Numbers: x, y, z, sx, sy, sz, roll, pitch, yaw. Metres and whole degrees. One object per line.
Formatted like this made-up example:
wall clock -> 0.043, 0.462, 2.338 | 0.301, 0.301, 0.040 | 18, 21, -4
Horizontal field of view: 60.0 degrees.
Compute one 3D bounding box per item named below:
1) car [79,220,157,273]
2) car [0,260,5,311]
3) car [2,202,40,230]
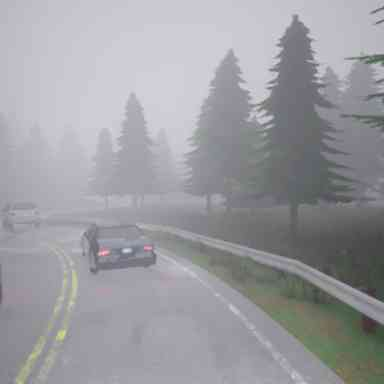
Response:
car -> -2.691, 1.664, 11.302 | 2.033, 1.411, 5.357 | -2, 0, -22
car -> -4.004, 1.575, 4.123 | 1.882, 1.535, 5.008 | -1, -1, -12
car -> -13.765, 1.834, 26.708 | 2.150, 2.045, 5.566 | -3, 0, -35
